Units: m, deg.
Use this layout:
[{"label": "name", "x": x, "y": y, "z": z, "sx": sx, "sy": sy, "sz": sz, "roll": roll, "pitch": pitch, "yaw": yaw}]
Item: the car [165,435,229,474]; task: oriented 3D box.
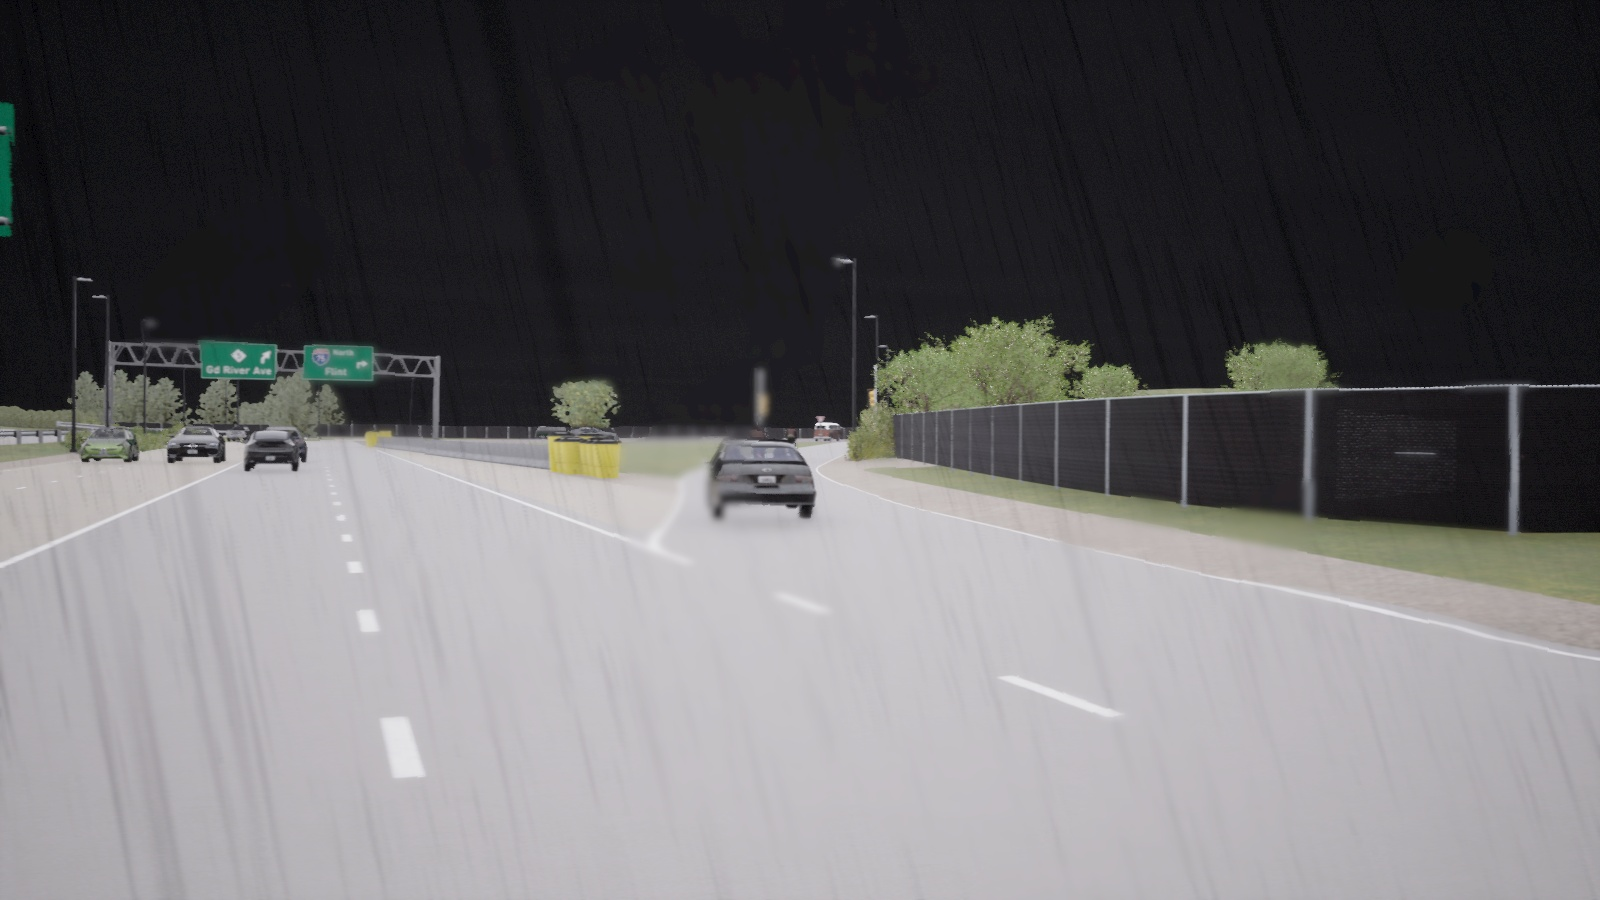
[{"label": "car", "x": -27.245, "y": 0.181, "z": 56.878, "sx": 2.152, "sy": 1.651, "sz": 5.027, "roll": -1, "pitch": 1, "yaw": -21}]

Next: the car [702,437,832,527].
[{"label": "car", "x": -0.747, "y": 0.503, "z": 23.462, "sx": 2.033, "sy": 1.411, "sz": 5.357, "roll": -1, "pitch": 1, "yaw": -5}]

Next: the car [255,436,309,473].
[{"label": "car", "x": -24.724, "y": 0.177, "z": 60.075, "sx": 2.242, "sy": 1.667, "sz": 4.611, "roll": -1, "pitch": 1, "yaw": -21}]

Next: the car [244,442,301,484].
[{"label": "car", "x": -19.937, "y": 0.440, "z": 47.614, "sx": 1.837, "sy": 1.490, "sz": 4.892, "roll": -1, "pitch": 1, "yaw": -21}]

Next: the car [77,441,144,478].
[{"label": "car", "x": -30.619, "y": 0.400, "z": 55.909, "sx": 2.007, "sy": 1.525, "sz": 4.514, "roll": -1, "pitch": 1, "yaw": -21}]
